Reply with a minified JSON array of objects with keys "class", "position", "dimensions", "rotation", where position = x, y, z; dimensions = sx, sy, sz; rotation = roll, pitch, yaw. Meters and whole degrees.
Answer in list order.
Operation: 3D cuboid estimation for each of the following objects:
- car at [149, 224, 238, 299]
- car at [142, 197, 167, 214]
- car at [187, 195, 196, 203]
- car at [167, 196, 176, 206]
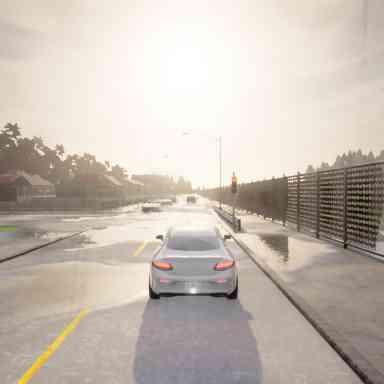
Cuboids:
[{"class":"car","position":[0.036,1.526,8.307],"dimensions":[1.812,1.442,4.674],"rotation":[0,0,0]},{"class":"car","position":[-4.179,1.547,36.035],"dimensions":[2.033,1.411,5.357],"rotation":[0,0,0]},{"class":"car","position":[-0.153,1.478,71.847],"dimensions":[1.882,1.535,5.008],"rotation":[0,0,0]},{"class":"car","position":[-4.213,1.547,54.835],"dimensions":[2.033,1.411,5.357],"rotation":[0,0,0]}]
